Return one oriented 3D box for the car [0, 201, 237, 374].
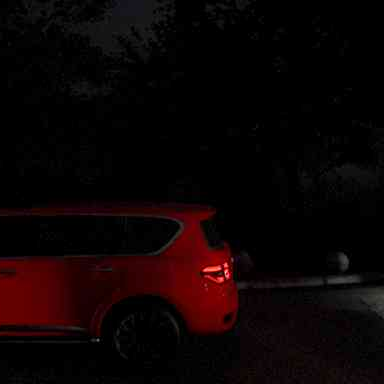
[{"bbox_3d":[-2.114,1.164,5.064,5.566,2.045,2.150,1,0,0],"label":"car"}]
